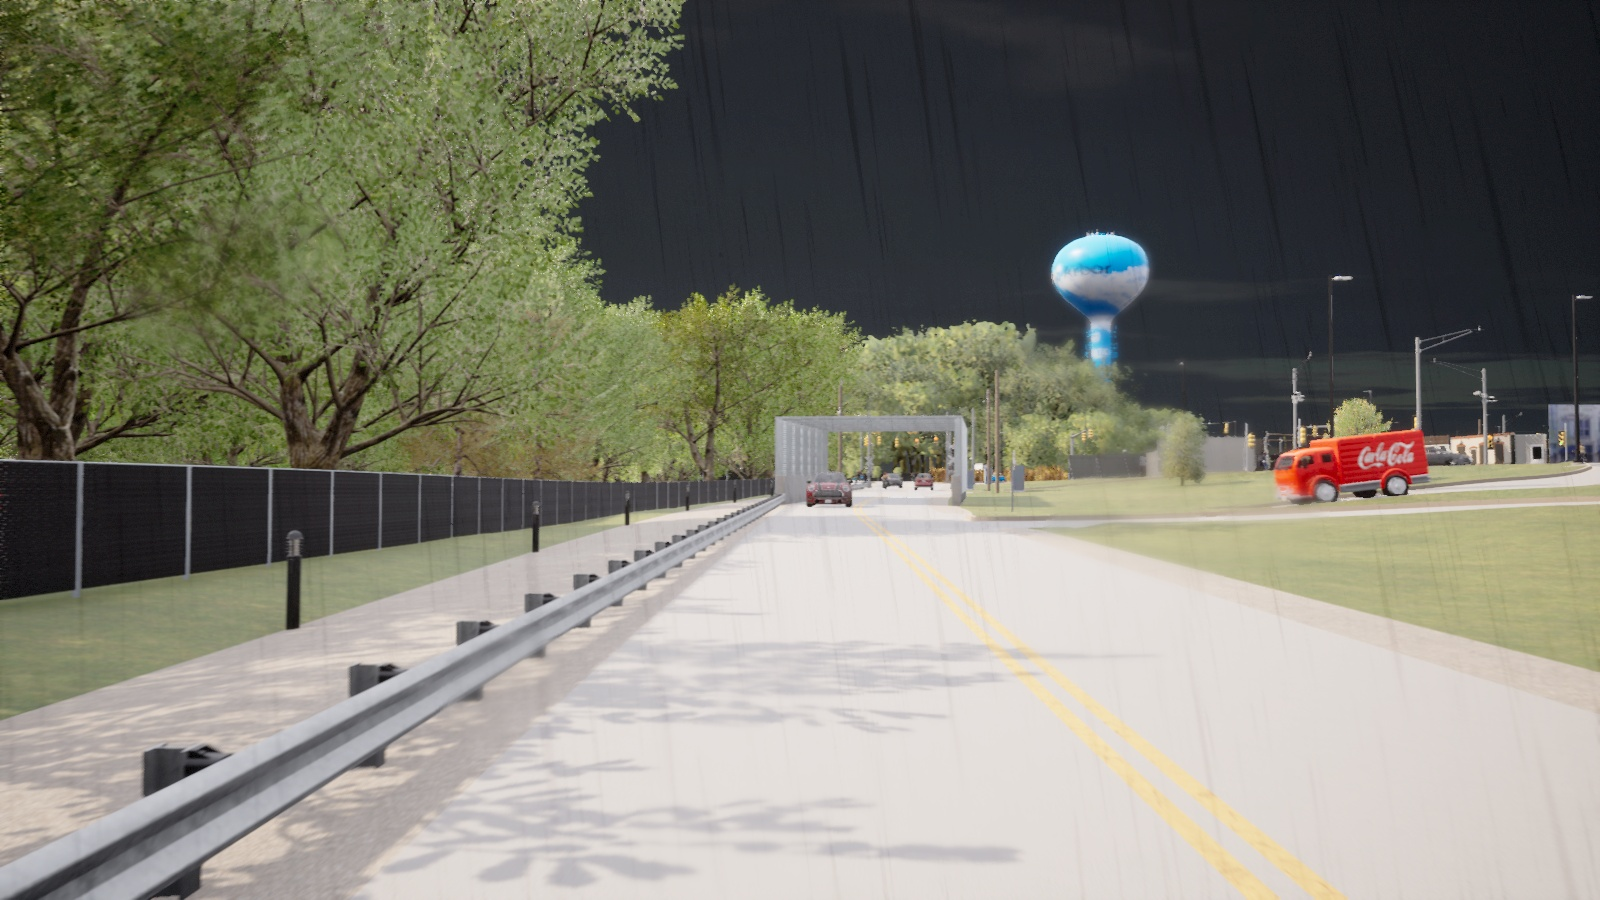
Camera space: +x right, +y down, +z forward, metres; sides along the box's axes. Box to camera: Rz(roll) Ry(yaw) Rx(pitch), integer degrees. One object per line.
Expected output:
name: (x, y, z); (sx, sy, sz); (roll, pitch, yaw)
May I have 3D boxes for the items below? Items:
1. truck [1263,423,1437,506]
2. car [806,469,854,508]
truck: (20.925, 0.579, 47.936); (5.204, 2.467, 2.627); (-7, -2, -5)
car: (1.474, 1.799, 59.596); (2.097, 1.767, 4.553); (0, -1, 3)
